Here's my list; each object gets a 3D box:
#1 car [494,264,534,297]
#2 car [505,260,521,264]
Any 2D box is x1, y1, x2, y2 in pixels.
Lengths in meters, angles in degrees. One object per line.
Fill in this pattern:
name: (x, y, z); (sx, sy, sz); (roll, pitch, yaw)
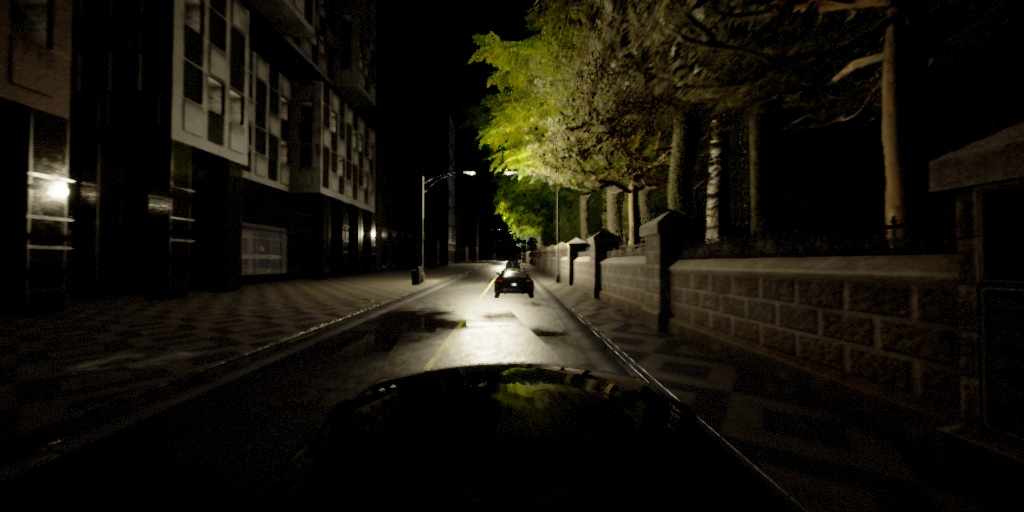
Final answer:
car: (0.102, 1.320, 19.013); (1.994, 1.385, 4.181); (0, 0, 0)
car: (0.104, 1.270, 44.937); (1.812, 1.442, 4.674); (0, 0, 0)
